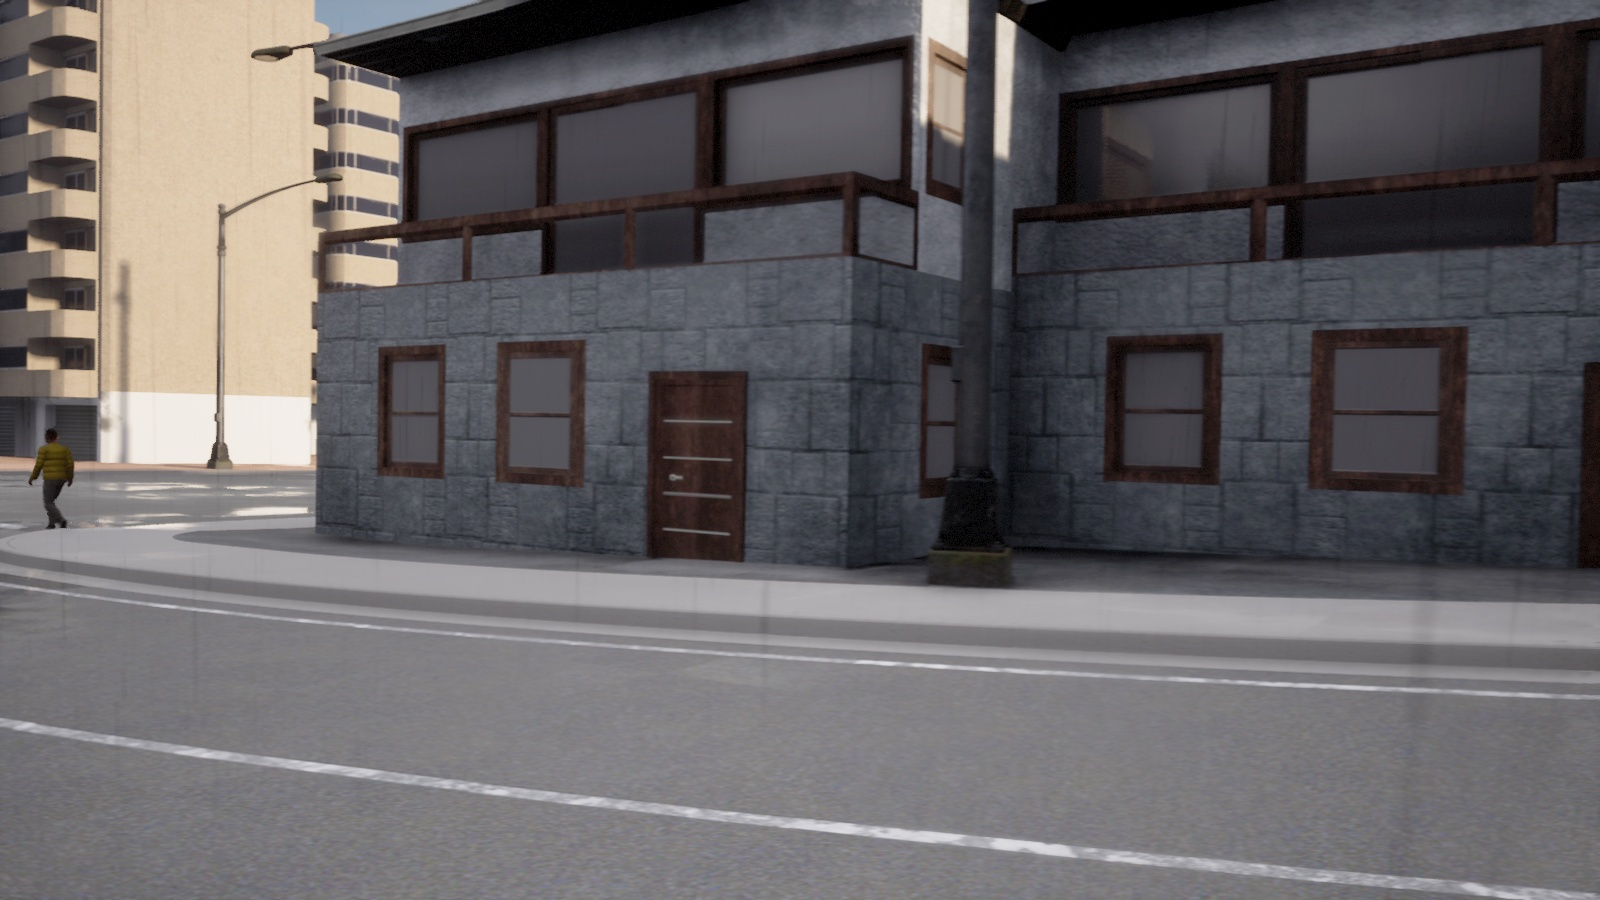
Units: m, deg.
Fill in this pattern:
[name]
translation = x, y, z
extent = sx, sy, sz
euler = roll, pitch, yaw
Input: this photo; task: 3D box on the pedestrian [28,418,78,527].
[pedestrian]
translation = -12.920, 0.379, 21.725
extent = 0.709, 1.840, 0.431
euler = 2, 1, 31
